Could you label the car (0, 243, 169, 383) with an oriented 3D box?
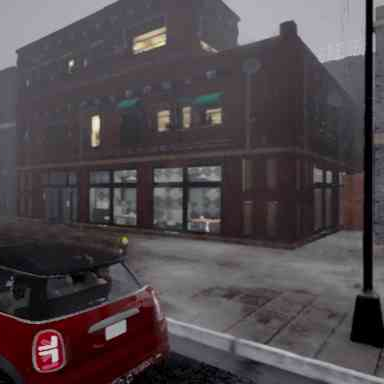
[{"bbox_3d":[-2.361,1.443,4.553,4.097,1.590,1.967,0,0,36],"label":"car"}]
